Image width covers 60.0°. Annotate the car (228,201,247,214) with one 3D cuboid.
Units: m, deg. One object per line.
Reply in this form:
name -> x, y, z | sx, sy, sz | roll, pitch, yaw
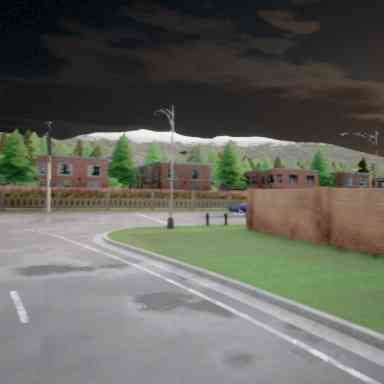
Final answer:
car -> 6.664, 1.847, 39.969 | 5.008, 1.535, 1.882 | 1, 0, -23
